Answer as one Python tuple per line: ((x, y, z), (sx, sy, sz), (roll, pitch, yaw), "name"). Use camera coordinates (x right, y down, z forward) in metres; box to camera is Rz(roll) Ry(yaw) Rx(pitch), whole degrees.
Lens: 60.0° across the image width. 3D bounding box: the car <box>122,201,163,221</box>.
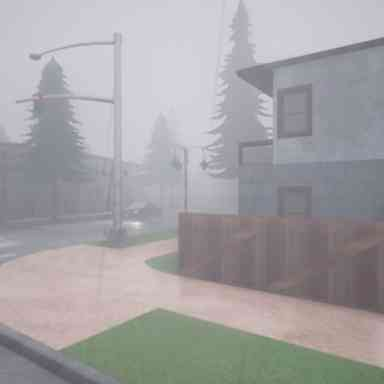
((-4.013, 1.473, 27.162), (1.812, 1.442, 4.674), (0, 0, 24), "car")
